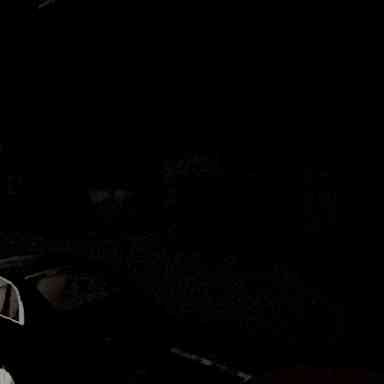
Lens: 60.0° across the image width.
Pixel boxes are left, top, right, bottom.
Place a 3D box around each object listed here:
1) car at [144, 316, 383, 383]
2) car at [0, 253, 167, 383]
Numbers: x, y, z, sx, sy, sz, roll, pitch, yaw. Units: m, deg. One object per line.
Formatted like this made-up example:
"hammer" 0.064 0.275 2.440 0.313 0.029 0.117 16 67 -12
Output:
"car" 2.203 1.535 1.275 4.829 1.417 1.752 1 0 36
"car" -2.274 1.514 4.470 4.403 1.369 2.008 1 0 36
